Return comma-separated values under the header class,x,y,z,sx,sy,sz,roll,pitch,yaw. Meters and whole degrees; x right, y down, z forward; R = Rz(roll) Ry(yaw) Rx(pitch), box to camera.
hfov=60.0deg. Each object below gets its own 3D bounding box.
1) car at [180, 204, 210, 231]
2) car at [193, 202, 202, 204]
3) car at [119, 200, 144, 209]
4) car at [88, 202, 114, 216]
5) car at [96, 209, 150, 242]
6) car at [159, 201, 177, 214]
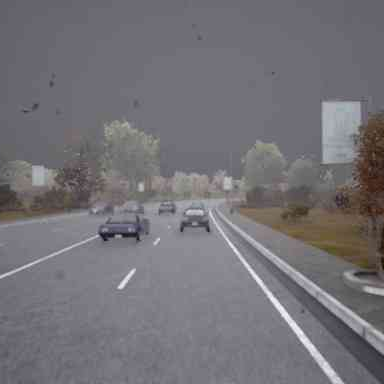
class,x,y,z,sx,sy,sz,roll,pitch,yaw
car,0.197,1.744,22.154,1.812,1.442,4.674,0,0,1
car,0.694,1.977,42.030,1.994,1.385,4.181,0,-1,2
car,-6.662,1.715,37.027,2.097,1.767,4.553,0,0,2
car,-10.147,1.862,37.559,2.128,1.511,4.902,0,-1,2
car,-3.350,1.773,17.440,1.895,1.301,4.718,0,-1,0
car,-2.870,1.890,40.466,2.128,1.511,4.902,0,-1,2
